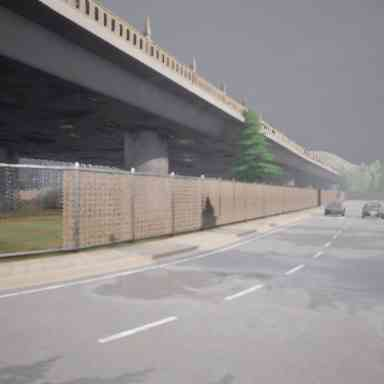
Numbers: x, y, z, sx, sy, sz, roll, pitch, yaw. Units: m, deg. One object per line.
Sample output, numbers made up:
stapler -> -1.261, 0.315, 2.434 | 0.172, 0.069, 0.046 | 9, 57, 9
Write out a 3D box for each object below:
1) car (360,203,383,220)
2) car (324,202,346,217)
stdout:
car -> 17.343, 1.775, 31.859 | 2.128, 1.511, 4.902 | 0, -1, 29
car -> 15.203, 1.810, 35.219 | 1.837, 1.490, 4.892 | 0, -1, 29
